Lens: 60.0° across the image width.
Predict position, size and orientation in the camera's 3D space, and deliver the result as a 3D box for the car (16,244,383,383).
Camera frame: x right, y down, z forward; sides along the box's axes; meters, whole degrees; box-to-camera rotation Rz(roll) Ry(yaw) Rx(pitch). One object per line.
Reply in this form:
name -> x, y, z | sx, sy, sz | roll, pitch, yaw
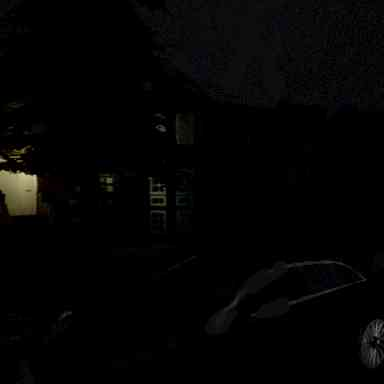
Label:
car -> 0.607, 1.477, 4.117 | 4.902, 1.511, 2.128 | 0, 0, -32
